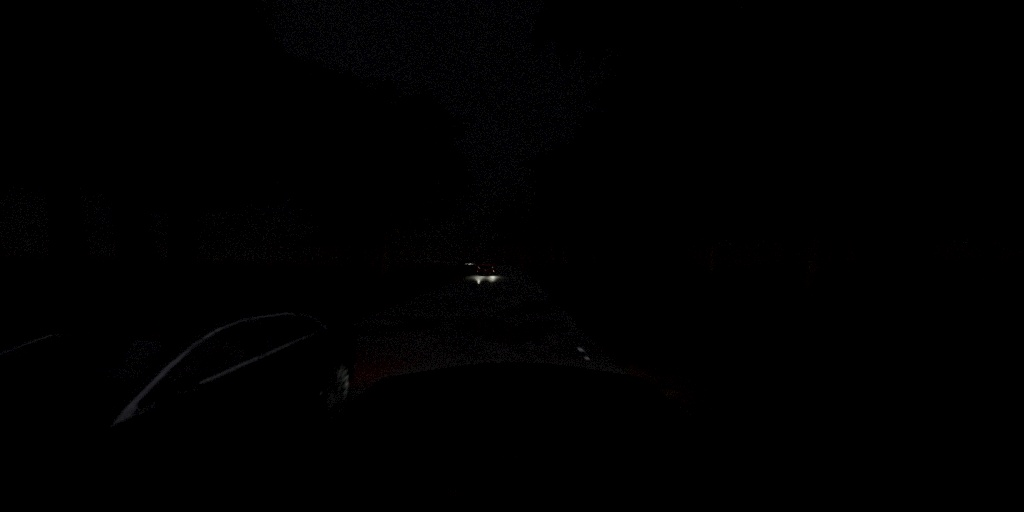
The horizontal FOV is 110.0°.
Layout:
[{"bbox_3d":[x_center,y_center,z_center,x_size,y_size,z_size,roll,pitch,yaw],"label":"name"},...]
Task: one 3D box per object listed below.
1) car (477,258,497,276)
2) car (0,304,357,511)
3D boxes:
[{"bbox_3d":[-3.066,1.310,44.298,2.150,2.045,5.566,0,0,0],"label":"car"},{"bbox_3d":[-3.097,1.254,3.118,2.128,1.511,4.902,0,-1,0],"label":"car"}]
